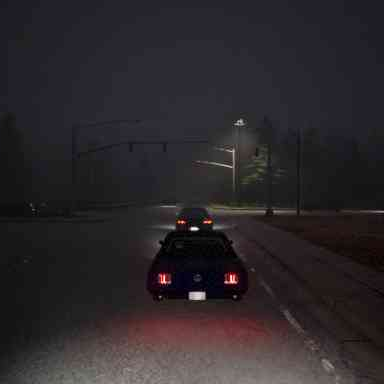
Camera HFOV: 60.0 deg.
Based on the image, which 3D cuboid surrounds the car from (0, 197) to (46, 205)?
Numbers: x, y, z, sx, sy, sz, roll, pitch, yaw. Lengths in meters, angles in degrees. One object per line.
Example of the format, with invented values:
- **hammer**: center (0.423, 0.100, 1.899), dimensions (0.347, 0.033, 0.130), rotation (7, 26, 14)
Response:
- **car**: center (-18.326, 1.363, 34.959), dimensions (4.553, 1.767, 2.097), rotation (0, 0, 1)

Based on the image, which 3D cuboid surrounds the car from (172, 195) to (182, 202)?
- **car**: center (-3.387, 1.429, 74.080), dimensions (1.882, 1.535, 5.008), rotation (0, 0, 1)

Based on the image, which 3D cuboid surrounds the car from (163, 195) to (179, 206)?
- **car**: center (-3.568, 1.528, 54.507), dimensions (1.994, 1.385, 4.181), rotation (0, 0, 0)

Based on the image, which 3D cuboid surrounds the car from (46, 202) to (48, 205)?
- **car**: center (-19.082, 1.534, 38.673), dimensions (4.674, 1.442, 1.812), rotation (0, 0, 1)

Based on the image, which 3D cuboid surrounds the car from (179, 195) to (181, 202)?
- **car**: center (-3.521, 1.522, 63.775), dimensions (1.994, 1.385, 4.181), rotation (0, 0, 1)

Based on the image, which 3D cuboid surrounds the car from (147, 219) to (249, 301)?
- **car**: center (0.103, 1.596, 8.263), dimensions (1.895, 1.301, 4.718), rotation (0, 0, 0)

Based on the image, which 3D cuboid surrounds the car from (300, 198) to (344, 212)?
- **car**: center (14.784, 1.487, 38.046), dimensions (4.902, 1.511, 2.128), rotation (0, 0, 1)

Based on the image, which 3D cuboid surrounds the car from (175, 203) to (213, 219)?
- **car**: center (0.108, 1.512, 17.318), dimensions (1.812, 1.442, 4.674), rotation (0, 0, 0)
